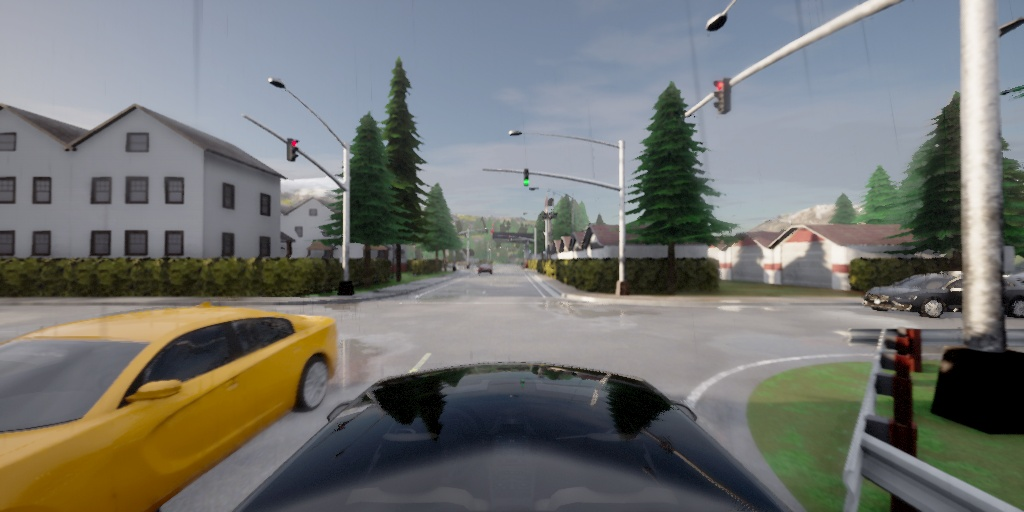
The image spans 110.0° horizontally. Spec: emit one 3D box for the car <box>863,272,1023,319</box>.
[{"bbox_3d":[15.481,1.367,12.818,4.892,1.490,1.837,0,-1,0],"label":"car"}]

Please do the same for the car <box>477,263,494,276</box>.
[{"bbox_3d":[-3.454,1.658,47.195,1.882,1.535,5.008,0,-1,0],"label":"car"}]

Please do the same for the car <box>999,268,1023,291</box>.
[{"bbox_3d":[33.253,1.499,21.617,1.812,1.442,4.674,0,-1,8],"label":"car"}]

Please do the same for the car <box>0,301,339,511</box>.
[{"bbox_3d":[-3.495,1.294,3.270,1.882,1.535,5.008,0,1,0],"label":"car"}]
